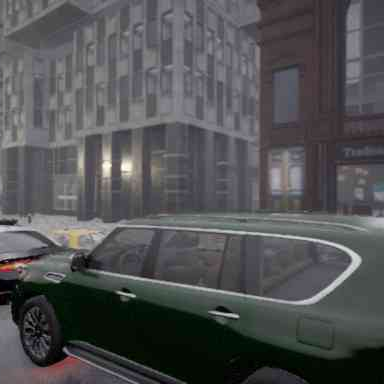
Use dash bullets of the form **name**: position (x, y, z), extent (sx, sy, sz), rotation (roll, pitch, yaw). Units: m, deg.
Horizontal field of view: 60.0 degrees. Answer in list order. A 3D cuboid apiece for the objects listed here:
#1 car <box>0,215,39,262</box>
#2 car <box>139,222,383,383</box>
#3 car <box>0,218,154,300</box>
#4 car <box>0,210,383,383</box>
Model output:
- **car**: position (-7.840, 1.611, 12.404), extent (4.403, 1.369, 2.008), rotation (0, 0, 36)
- **car**: position (1.261, 1.487, 5.752), extent (4.097, 1.590, 1.967), rotation (0, 0, 36)
- **car**: position (-3.427, 1.579, 9.178), extent (4.829, 1.417, 1.752), rotation (0, 0, 36)
- **car**: position (0.013, 1.247, 4.157), extent (5.566, 2.045, 2.150), rotation (0, 0, 36)
